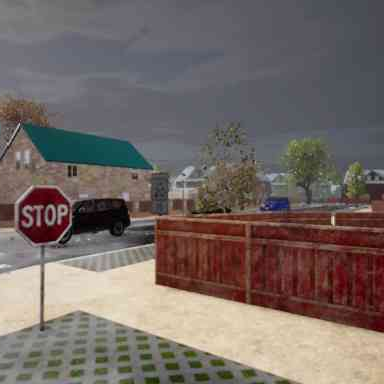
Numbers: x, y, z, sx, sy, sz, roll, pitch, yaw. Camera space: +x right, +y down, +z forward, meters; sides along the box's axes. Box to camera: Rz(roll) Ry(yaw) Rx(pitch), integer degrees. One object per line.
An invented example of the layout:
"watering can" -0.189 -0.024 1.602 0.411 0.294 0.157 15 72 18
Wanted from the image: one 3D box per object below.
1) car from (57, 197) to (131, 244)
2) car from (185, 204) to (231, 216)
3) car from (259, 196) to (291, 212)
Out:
"car" -5.596 1.313 16.901 2.150 2.045 5.566 1 0 35
"car" 1.354 1.668 26.989 1.882 1.535 5.008 1 0 35
"car" 9.922 1.533 39.366 2.150 2.045 5.566 1 0 35
